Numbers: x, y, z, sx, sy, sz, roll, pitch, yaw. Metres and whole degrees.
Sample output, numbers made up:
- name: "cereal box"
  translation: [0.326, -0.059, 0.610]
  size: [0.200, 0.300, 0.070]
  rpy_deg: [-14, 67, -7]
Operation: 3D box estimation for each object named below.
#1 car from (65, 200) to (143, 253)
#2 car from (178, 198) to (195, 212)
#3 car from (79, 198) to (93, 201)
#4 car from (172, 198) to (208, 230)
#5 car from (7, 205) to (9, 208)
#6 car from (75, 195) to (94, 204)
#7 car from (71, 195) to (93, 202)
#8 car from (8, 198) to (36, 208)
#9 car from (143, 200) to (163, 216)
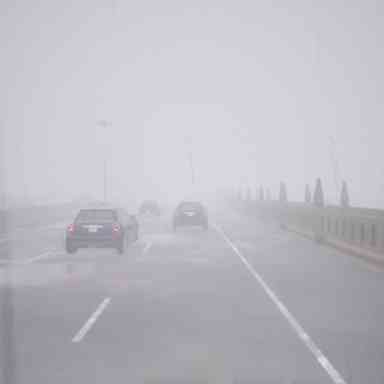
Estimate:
- name: "car"
  translation: [-3.493, 1.352, 13.737]
  size: [2.097, 1.767, 4.553]
  rpy_deg: [0, 0, -1]
- name: "car"
  translation: [-0.670, 1.478, 39.156]
  size: [1.882, 1.535, 5.008]
  rpy_deg: [0, 0, -2]
- name: "car"
  translation: [-7.294, 1.505, 26.362]
  size: [1.837, 1.490, 4.892]
  rpy_deg: [0, 0, -2]
- name: "car"
  translation: [-0.158, 1.352, 21.290]
  size: [2.097, 1.767, 4.553]
  rpy_deg: [0, 0, -1]
- name: "car"
  translation: [-6.928, 1.352, 8.266]
  size: [2.097, 1.767, 4.553]
  rpy_deg: [0, 0, 0]
- name: "car"
  translation: [-18.827, 1.283, 58.392]
  size: [1.882, 1.535, 5.008]
  rpy_deg: [0, 0, -2]
- name: "car"
  translation: [-14.961, 1.351, 45.131]
  size: [2.097, 1.767, 4.553]
  rpy_deg: [0, 0, -1]
- name: "car"
  translation: [-21.915, 1.506, 43.059]
  size: [1.837, 1.490, 4.892]
  rpy_deg: [0, -1, -1]
- name: "car"
  translation: [-3.950, 1.505, 31.903]
  size: [1.837, 1.490, 4.892]
  rpy_deg: [0, 0, -2]
